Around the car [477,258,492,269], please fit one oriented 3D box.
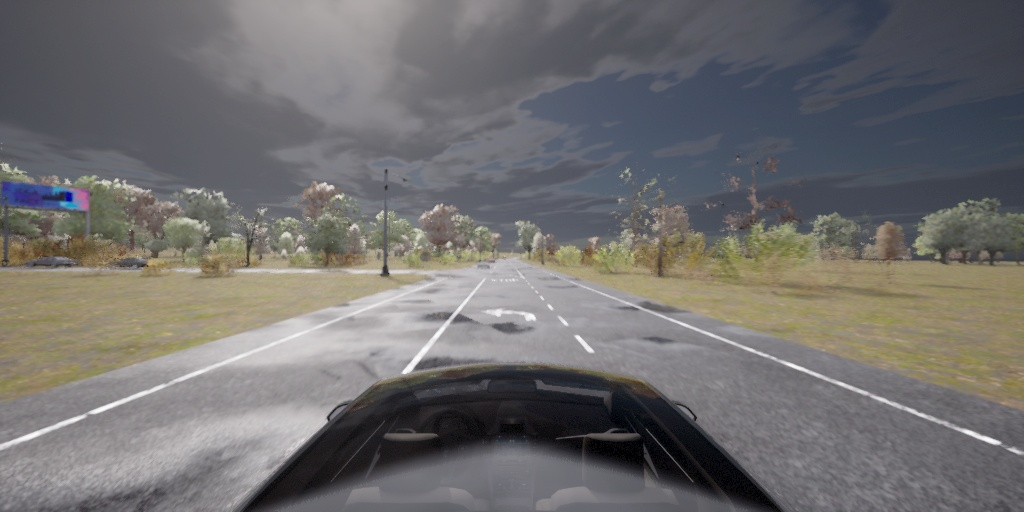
[{"bbox_3d":[-4.649,1.369,58.346,1.895,1.301,4.718,0,0,-1],"label":"car"}]
